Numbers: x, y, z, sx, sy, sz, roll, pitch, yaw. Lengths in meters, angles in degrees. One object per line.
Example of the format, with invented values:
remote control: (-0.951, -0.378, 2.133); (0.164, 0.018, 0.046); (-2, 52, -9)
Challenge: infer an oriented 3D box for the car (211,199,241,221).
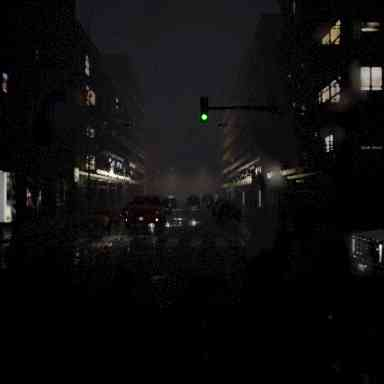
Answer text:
car: (2.803, 1.539, 26.569); (1.887, 1.381, 4.507); (1, 0, 0)

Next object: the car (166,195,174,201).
car: (-5.359, 1.517, 81.680); (1.752, 1.417, 4.829); (1, 0, 0)

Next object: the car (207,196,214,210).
car: (2.826, 1.433, 32.093); (1.967, 1.590, 4.097); (1, 0, 0)

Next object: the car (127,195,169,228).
car: (-2.996, 1.216, 22.306); (2.150, 2.045, 5.566); (0, 0, 0)

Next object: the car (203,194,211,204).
car: (2.959, 1.306, 65.234); (2.192, 1.841, 5.009); (1, 0, 0)

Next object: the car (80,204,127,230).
car: (-5.600, 1.520, 20.923); (1.752, 1.417, 4.829); (1, 0, 0)

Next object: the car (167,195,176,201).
car: (-5.337, 1.543, 87.373); (2.008, 1.369, 4.403); (1, 0, 0)

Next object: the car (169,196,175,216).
car: (-2.961, 1.496, 32.840); (1.837, 1.490, 4.892); (0, 0, 0)

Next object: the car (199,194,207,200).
car: (3.067, 1.434, 92.850); (1.967, 1.590, 4.097); (1, 0, 0)

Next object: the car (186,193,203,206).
car: (0.210, 1.343, 52.810); (2.097, 1.767, 4.553); (0, 0, 0)

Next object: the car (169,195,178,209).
car: (-2.906, 1.517, 44.455); (1.812, 1.442, 4.674); (0, 0, 0)

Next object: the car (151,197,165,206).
car: (-5.469, 1.516, 54.064); (1.752, 1.417, 4.829); (1, 0, 0)

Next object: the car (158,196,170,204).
car: (-5.425, 1.535, 65.280); (1.887, 1.381, 4.507); (1, 0, 0)

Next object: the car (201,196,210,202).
car: (3.000, 1.557, 76.280); (1.947, 1.339, 4.313); (1, 0, 0)

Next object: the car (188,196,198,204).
car: (0.249, 1.495, 62.846); (1.837, 1.490, 4.892); (0, 0, 0)

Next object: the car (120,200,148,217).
car: (-5.556, 1.537, 32.140); (1.887, 1.381, 4.507); (1, 0, 0)

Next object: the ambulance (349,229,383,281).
ambulance: (7.160, 1.154, 7.782); (6.366, 2.431, 2.351); (2, 0, 0)

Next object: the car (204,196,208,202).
car: (2.868, 1.573, 43.139); (1.802, 1.307, 4.206); (1, 0, 0)

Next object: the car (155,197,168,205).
car: (-5.446, 1.541, 59.757); (2.008, 1.369, 4.403); (1, 0, 0)
